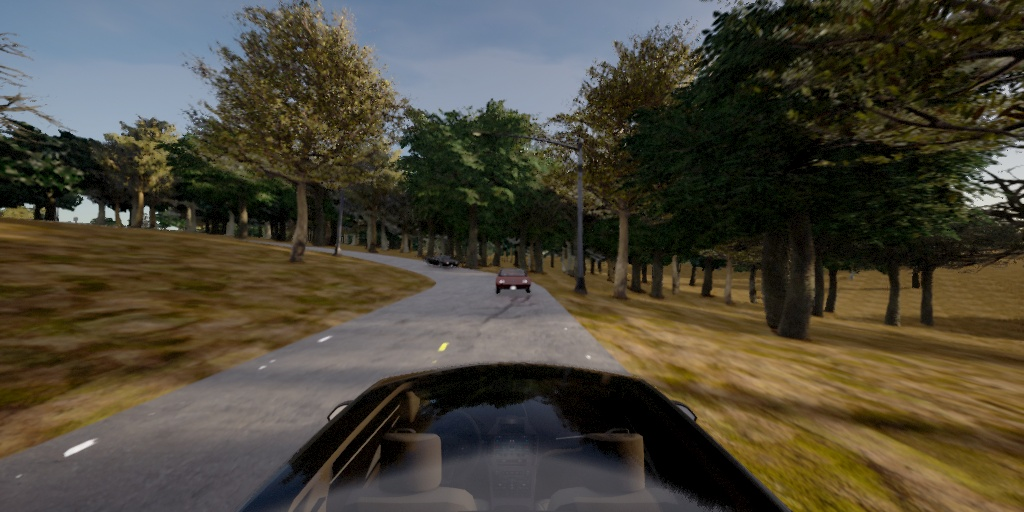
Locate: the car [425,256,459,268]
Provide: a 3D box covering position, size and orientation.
[{"bbox_3d":[-8.362,0.601,42.143,1.895,1.301,4.718,-3,7,-44],"label":"car"}]

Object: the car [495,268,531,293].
[{"bbox_3d":[-0.013,1.358,20.897,1.895,1.301,4.718,0,0,-2],"label":"car"}]
